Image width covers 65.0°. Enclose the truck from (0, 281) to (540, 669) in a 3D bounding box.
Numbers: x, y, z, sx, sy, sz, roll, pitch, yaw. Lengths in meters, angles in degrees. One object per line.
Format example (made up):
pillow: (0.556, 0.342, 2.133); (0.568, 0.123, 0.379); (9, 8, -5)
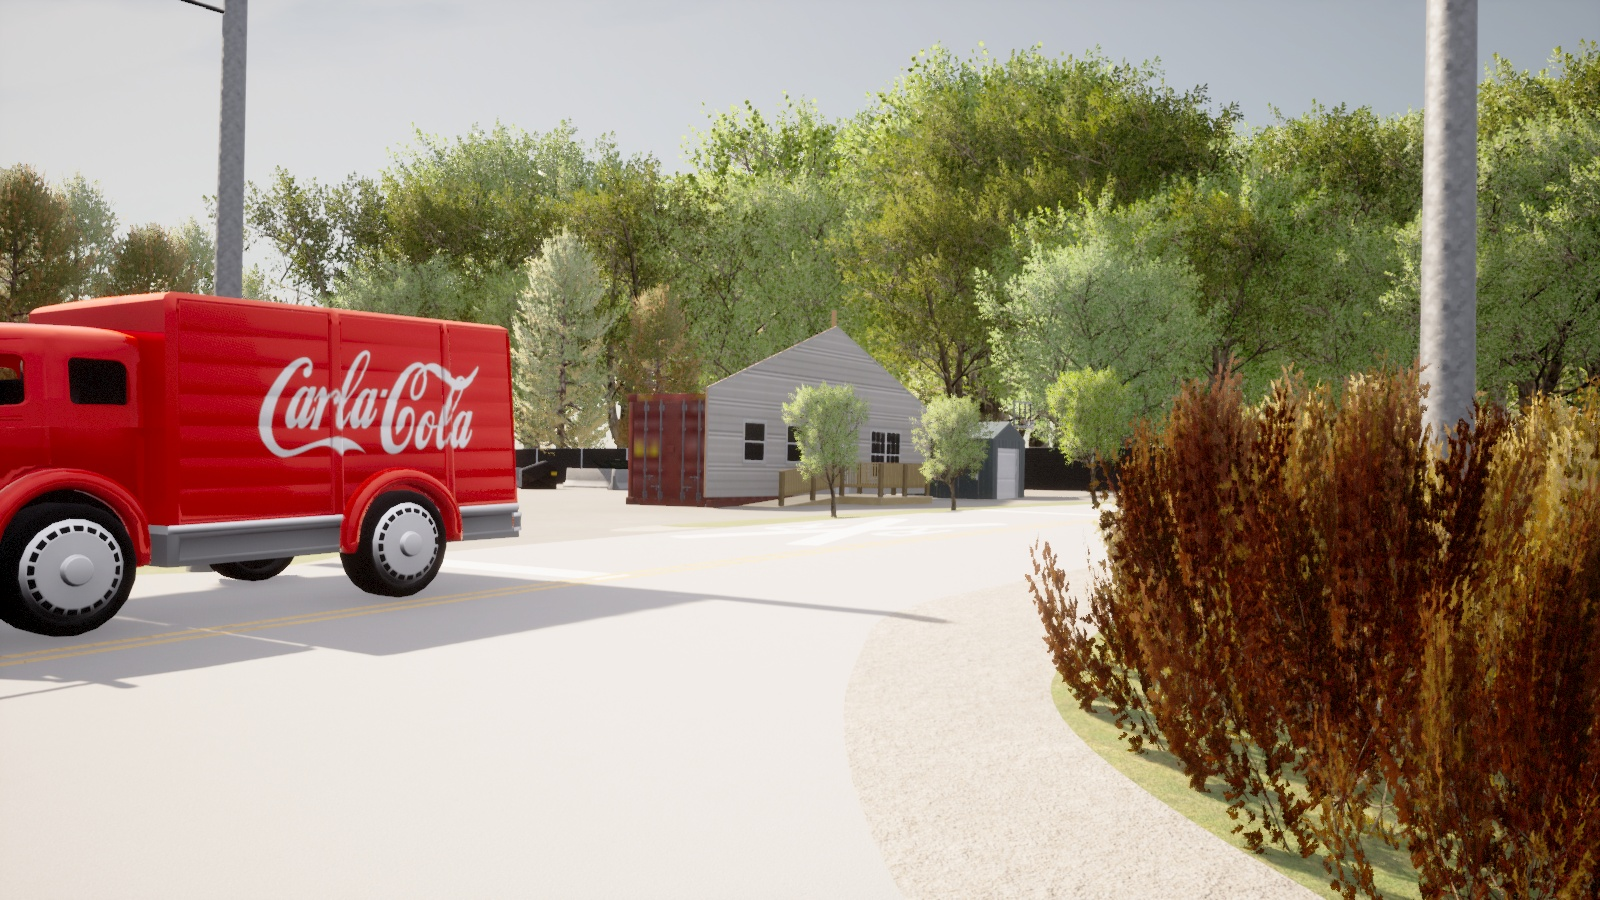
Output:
truck: (-5.027, 0.125, 10.451); (2.627, 2.467, 5.204); (-1, 1, 34)
